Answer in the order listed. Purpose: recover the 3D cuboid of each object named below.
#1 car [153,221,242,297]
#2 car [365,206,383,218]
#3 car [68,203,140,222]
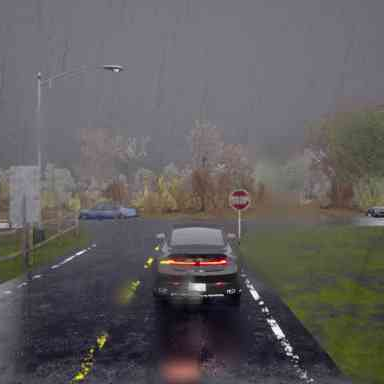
[{"bbox_3d":[0.109,1.504,8.526,1.837,1.490,4.892,0,0,0],"label":"car"},{"bbox_3d":[16.449,1.389,25.782,5.357,1.411,2.033,0,0,1],"label":"car"},{"bbox_3d":[-6.806,1.576,26.088,5.357,1.411,2.033,0,0,1],"label":"car"}]
